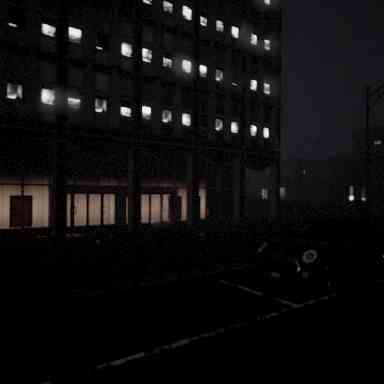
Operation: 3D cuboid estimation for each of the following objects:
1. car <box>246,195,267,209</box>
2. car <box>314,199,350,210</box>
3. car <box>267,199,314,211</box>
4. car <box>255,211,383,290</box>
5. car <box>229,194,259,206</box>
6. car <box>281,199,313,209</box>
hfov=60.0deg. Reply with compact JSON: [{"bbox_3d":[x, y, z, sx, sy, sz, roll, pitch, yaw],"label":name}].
[{"bbox_3d":[8.362,1.320,43.572,2.192,1.841,5.009,1,0,-35],"label":"car"},{"bbox_3d":[18.306,1.637,43.919,1.752,1.417,4.829,1,0,-35],"label":"car"},{"bbox_3d":[11.508,1.578,39.015,2.008,1.369,4.403,1,0,-35],"label":"car"},{"bbox_3d":[3.624,1.479,9.144,4.097,1.590,1.967,0,0,-36],"label":"car"},{"bbox_3d":[8.960,1.361,57.444,2.192,1.841,5.009,1,0,-35],"label":"car"},{"bbox_3d":[15.254,1.672,48.334,1.802,1.307,4.206,1,0,-35],"label":"car"}]
